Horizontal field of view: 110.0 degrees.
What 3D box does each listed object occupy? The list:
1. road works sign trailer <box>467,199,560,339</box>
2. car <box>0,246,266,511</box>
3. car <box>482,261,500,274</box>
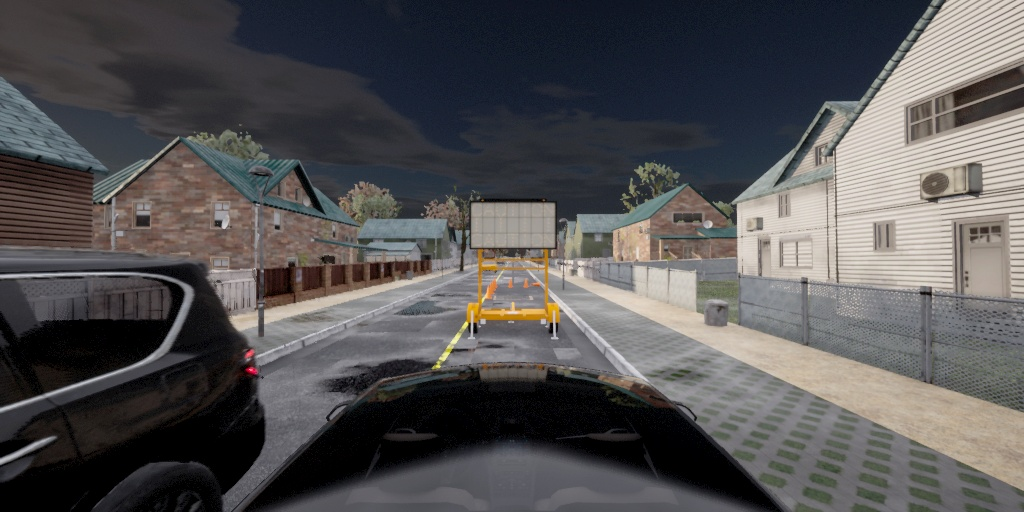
[{"bbox_3d":[0.032,0.217,10.018,2.380,3.560,2.880,0,0,0],"label":"road works sign trailer"},{"bbox_3d":[-2.851,0.971,0.269,2.150,2.045,5.566,0,0,0],"label":"car"},{"bbox_3d":[-2.712,1.231,41.472,1.882,1.535,5.008,0,0,0],"label":"car"}]
